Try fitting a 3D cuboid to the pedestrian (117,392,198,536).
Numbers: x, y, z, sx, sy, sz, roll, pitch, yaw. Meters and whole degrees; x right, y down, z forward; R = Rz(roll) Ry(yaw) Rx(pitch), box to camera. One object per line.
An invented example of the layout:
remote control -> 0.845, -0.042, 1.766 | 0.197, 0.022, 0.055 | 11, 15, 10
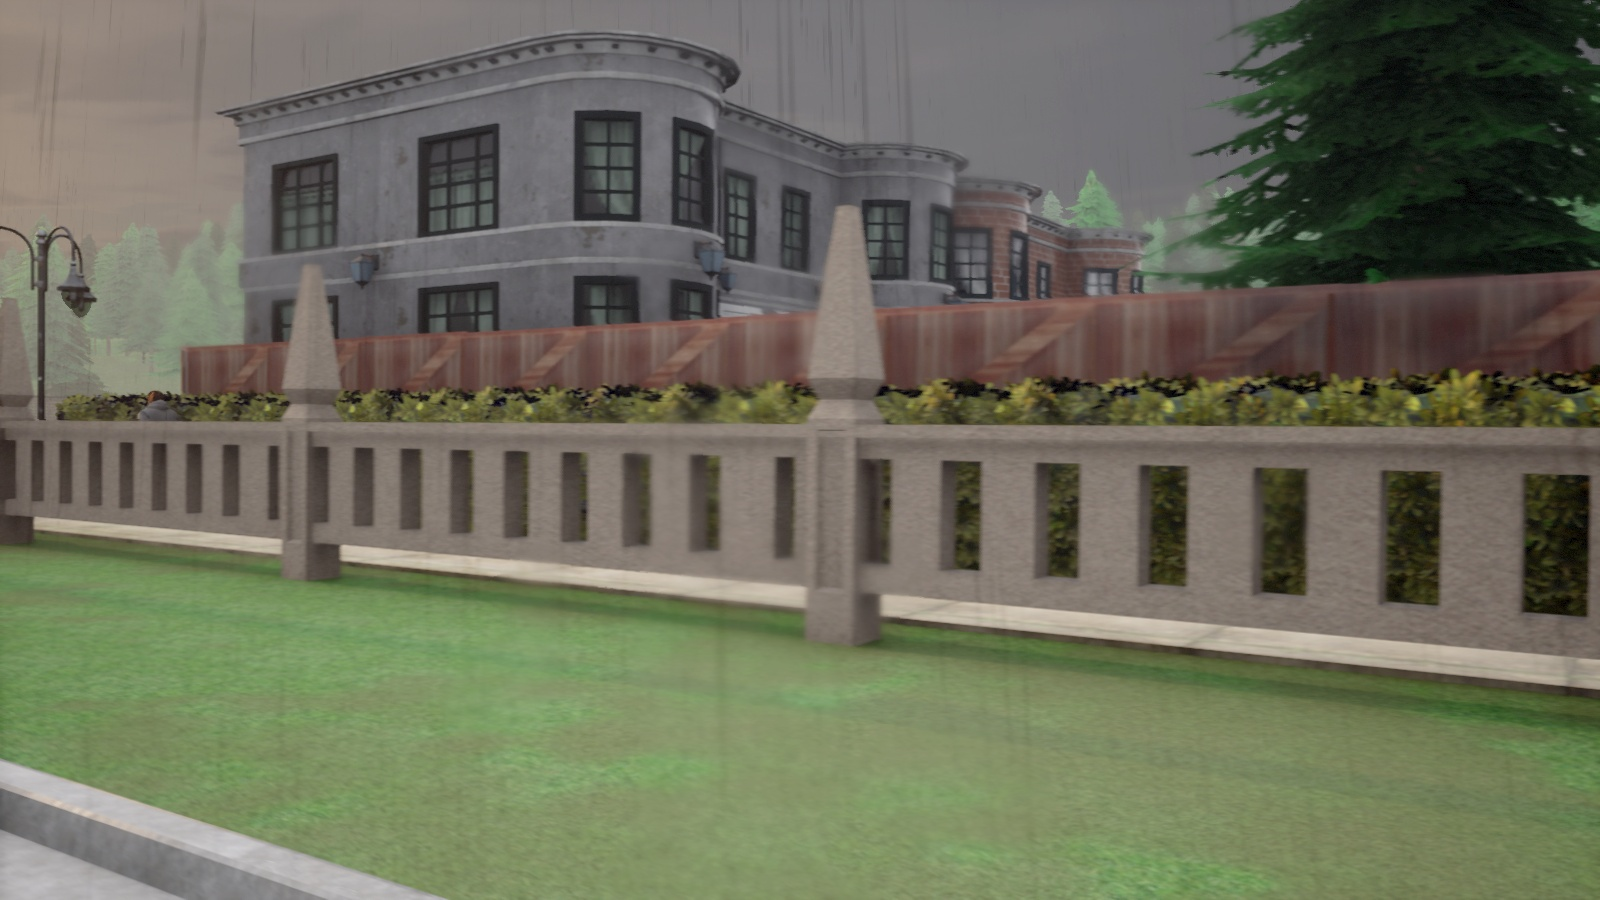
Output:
pedestrian -> -8.942, 0.183, 17.490 | 0.873, 1.952, 0.659 | 0, 1, 37
